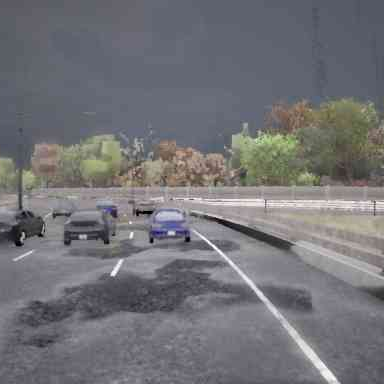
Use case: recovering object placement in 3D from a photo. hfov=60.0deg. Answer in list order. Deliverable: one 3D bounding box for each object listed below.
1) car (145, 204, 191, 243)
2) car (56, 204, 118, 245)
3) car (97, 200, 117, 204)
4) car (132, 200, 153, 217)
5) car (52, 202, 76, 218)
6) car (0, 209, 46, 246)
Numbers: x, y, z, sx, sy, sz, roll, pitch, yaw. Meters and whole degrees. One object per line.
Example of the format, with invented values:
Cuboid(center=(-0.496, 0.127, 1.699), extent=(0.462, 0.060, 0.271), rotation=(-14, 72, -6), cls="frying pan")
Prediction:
Cuboid(center=(-1.180, 1.531, 16.018), extent=(1.812, 1.442, 4.674), rotation=(0, 0, -8), cls="car")
Cuboid(center=(-4.644, 1.514, 15.516), extent=(1.837, 1.490, 4.892), rotation=(0, 0, -8), cls="car")
Cuboid(center=(-8.002, 1.483, 30.888), extent=(1.882, 1.535, 5.008), rotation=(0, 0, -16), cls="car")
Cuboid(center=(-4.644, 1.493, 31.876), extent=(2.128, 1.511, 4.902), rotation=(0, 0, -16), cls="car")
Cuboid(center=(-11.359, 1.570, 29.900), extent=(1.994, 1.385, 4.181), rotation=(0, 0, -16), cls="car")
Cuboid(center=(-8.107, 1.514, 15.015), extent=(1.837, 1.490, 4.892), rotation=(0, 0, -8), cls="car")
